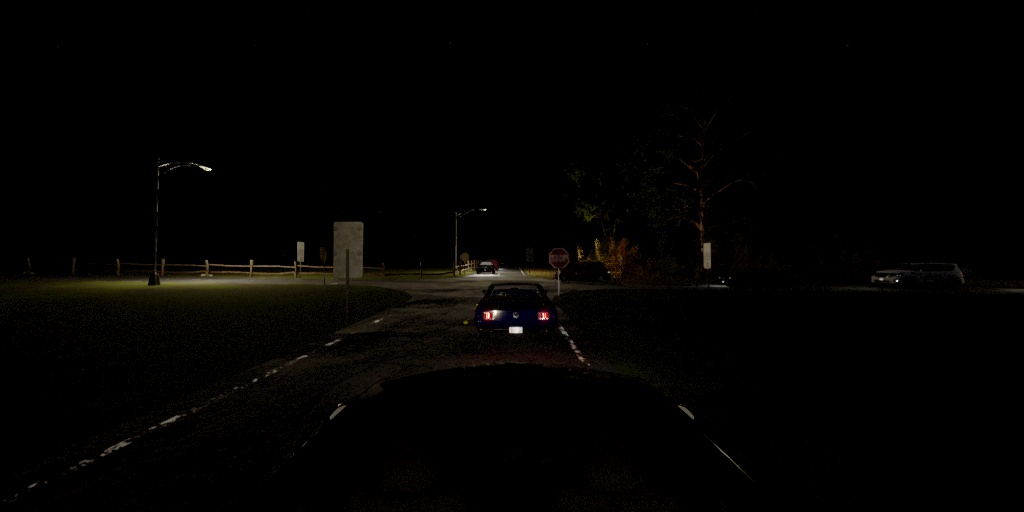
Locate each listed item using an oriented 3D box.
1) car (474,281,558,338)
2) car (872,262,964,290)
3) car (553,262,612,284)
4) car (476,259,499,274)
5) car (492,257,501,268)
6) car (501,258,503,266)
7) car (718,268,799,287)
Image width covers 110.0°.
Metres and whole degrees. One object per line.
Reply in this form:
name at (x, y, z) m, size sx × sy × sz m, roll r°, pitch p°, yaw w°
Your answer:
car at (0.088, 1.354, 10.166) m, size 1.895 × 1.301 × 4.718 m, roll 0°, pitch 0°, yaw 0°
car at (31.433, 1.500, 27.847) m, size 5.566 × 2.045 × 2.150 m, roll 1°, pitch -1°, yaw 0°
car at (5.638, 1.249, 28.742) m, size 4.553 × 1.767 × 2.097 m, roll 1°, pitch -1°, yaw 15°
car at (-2.924, 1.345, 41.154) m, size 1.994 × 1.385 × 4.181 m, roll 0°, pitch 0°, yaw 0°
car at (-2.935, 1.273, 51.267) m, size 1.882 × 1.535 × 5.008 m, roll 0°, pitch 0°, yaw 0°
car at (-2.945, 1.412, 61.270) m, size 1.895 × 1.301 × 4.718 m, roll 0°, pitch 0°, yaw 0°
car at (18.991, 1.638, 27.738) m, size 5.357 × 1.411 × 2.033 m, roll 1°, pitch -1°, yaw -1°
